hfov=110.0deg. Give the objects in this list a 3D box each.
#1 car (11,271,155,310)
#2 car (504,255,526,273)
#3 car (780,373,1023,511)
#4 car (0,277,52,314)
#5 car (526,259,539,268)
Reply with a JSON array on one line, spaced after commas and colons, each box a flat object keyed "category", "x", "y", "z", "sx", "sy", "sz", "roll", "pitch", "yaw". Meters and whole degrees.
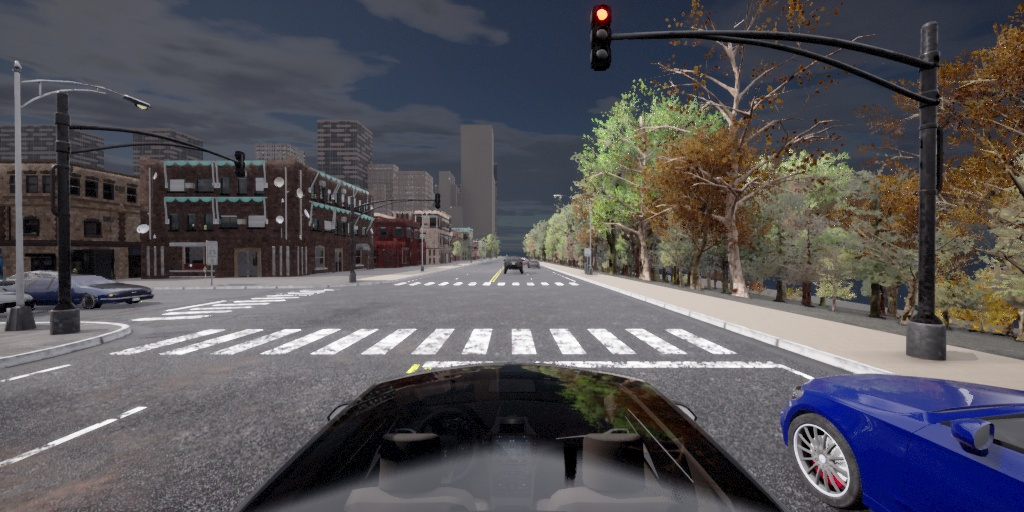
[{"category": "car", "x": -18.869, "y": 1.507, "z": 15.485, "sx": 5.357, "sy": 1.411, "sz": 2.033, "roll": -1, "pitch": 1, "yaw": 1}, {"category": "car", "x": 0.180, "y": 0.957, "z": 43.202, "sx": 2.150, "sy": 2.045, "sz": 5.566, "roll": 0, "pitch": 0, "yaw": 0}, {"category": "car", "x": 3.346, "y": 1.276, "z": 1.351, "sx": 1.812, "sy": 1.442, "sz": 4.674, "roll": 0, "pitch": 0, "yaw": 2}, {"category": "car", "x": -19.926, "y": 1.565, "z": 12.792, "sx": 4.313, "sy": 1.339, "sz": 1.948, "roll": 0, "pitch": 0, "yaw": 0}, {"category": "car", "x": 3.462, "y": 1.219, "z": 59.329, "sx": 2.128, "sy": 1.511, "sz": 4.902, "roll": 0, "pitch": 0, "yaw": 0}]
